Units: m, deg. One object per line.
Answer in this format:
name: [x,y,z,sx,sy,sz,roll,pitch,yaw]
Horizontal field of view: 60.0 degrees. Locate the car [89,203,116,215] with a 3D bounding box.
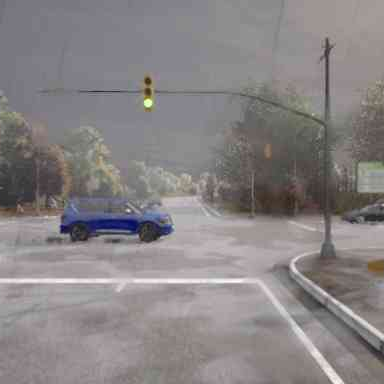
car: [-10.554,1.956,39.623,1.895,1.301,4.718,0,-1,0]

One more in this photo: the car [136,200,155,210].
car: [-7.032,1.946,50.656,2.128,1.511,4.902,0,-1,0]

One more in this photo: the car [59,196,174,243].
car: [-3.724,1.379,16.657,5.566,2.045,2.150,0,-1,3]

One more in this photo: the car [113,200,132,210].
car: [-10.532,1.959,50.720,1.837,1.490,4.892,0,-1,0]

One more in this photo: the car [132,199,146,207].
car: [-10.436,2.146,65.459,1.994,1.385,4.181,0,0,0]

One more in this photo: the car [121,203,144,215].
car: [-7.055,1.956,39.615,1.895,1.301,4.718,0,-1,0]

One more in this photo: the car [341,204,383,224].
car: [14.382,1.738,26.226,4.892,1.490,1.837,-1,-1,3]

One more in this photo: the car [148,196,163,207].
car: [-6.950,1.789,63.613,2.150,2.045,5.566,0,0,1]
